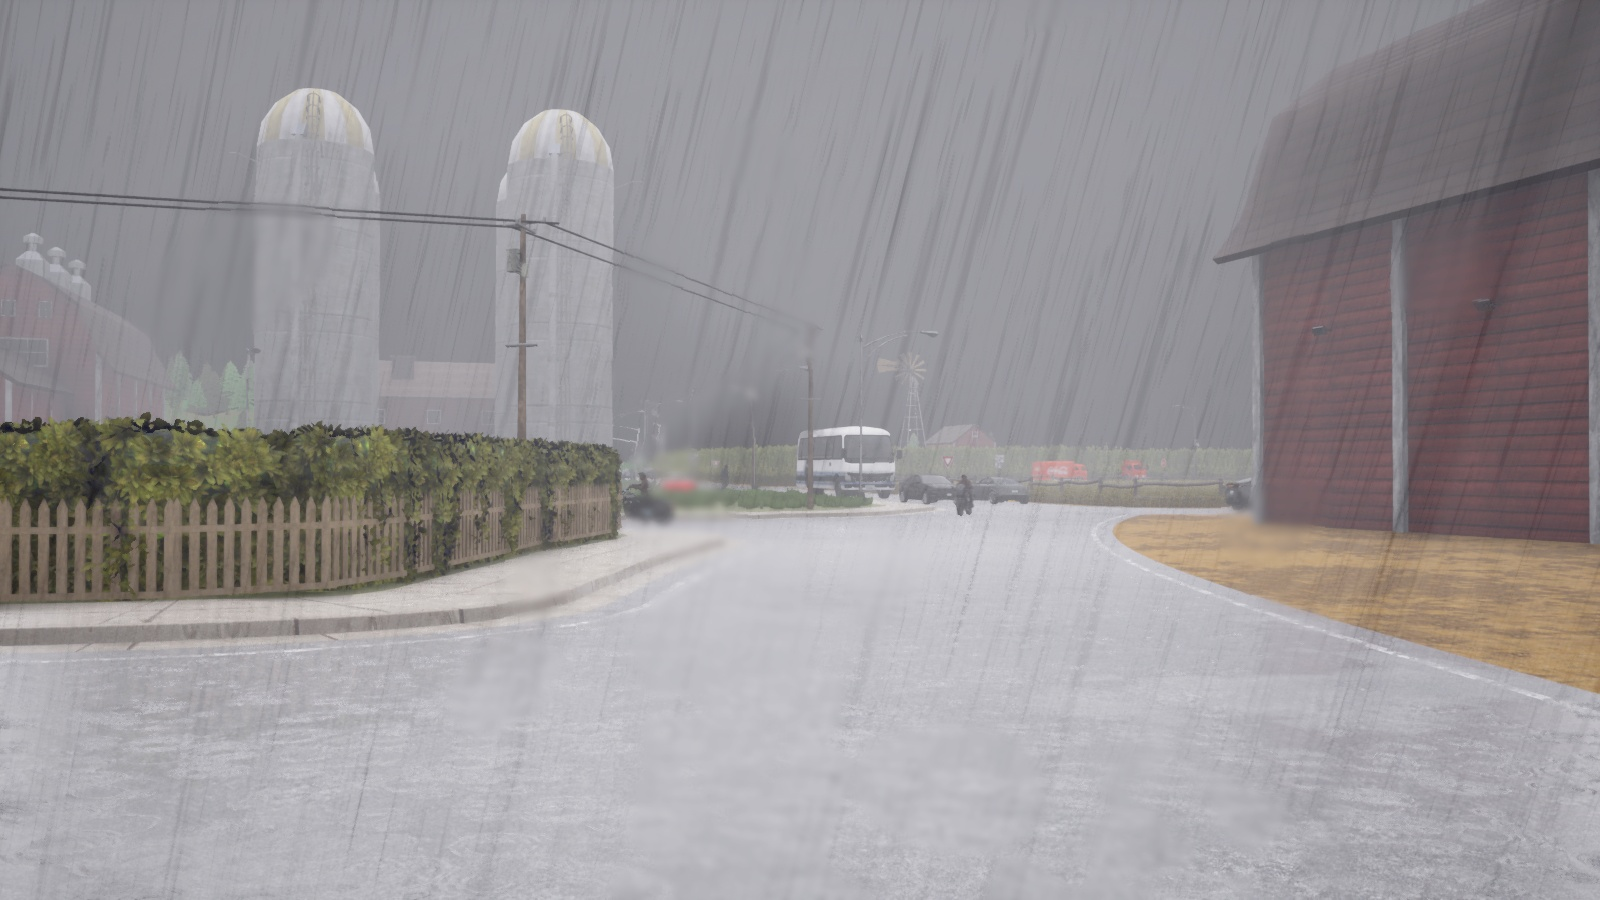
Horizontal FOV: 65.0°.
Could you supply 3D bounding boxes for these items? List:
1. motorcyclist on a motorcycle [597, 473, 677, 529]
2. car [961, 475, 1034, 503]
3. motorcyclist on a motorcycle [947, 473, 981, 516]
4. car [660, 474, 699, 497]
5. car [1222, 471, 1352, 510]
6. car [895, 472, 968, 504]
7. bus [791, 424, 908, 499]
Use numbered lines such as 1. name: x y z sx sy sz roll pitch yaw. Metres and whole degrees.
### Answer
1. motorcyclist on a motorcycle: -4.969 1.548 38.340 2.350 1.649 0.766 0 -1 -3
2. car: 10.056 1.968 64.246 1.994 1.385 4.181 0 -1 -18
3. motorcyclist on a motorcycle: 5.921 1.583 45.260 0.797 1.523 2.044 0 -1 20
4. car: -7.657 2.262 80.008 2.207 1.376 1.481 0 -1 -17
5. car: 19.819 1.622 51.242 4.514 1.525 2.007 0 -1 -4
6. car: 6.609 1.887 63.562 1.882 1.535 5.008 0 -1 -16
7. bus: 2.820 0.731 76.197 3.944 4.253 10.273 0 -1 -17
